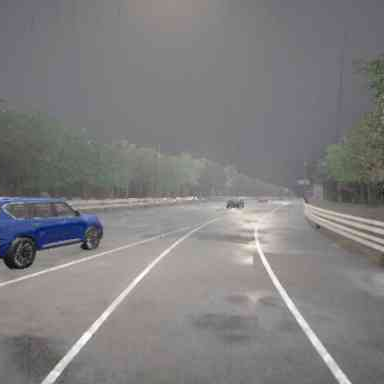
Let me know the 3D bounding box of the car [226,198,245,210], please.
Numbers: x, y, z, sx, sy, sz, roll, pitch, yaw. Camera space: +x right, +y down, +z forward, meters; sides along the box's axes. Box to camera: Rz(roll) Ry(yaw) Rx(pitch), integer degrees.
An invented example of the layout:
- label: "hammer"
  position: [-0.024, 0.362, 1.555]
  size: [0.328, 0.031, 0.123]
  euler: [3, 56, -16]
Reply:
- label: "car"
  position: [5.960, 1.582, 45.402]
  size: [1.837, 1.490, 4.892]
  euler: [0, 0, 18]

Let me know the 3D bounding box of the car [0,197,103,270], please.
- label: "car"
  position: [-5.312, 1.195, 11.276]
  size: [2.150, 2.045, 5.566]
  euler: [0, 0, 18]

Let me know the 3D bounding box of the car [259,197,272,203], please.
- label: "car"
  position: [17.083, 1.870, 78.750]
  size: [1.994, 1.385, 4.181]
  euler: [0, -1, 19]
